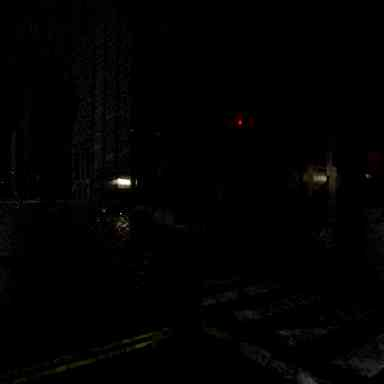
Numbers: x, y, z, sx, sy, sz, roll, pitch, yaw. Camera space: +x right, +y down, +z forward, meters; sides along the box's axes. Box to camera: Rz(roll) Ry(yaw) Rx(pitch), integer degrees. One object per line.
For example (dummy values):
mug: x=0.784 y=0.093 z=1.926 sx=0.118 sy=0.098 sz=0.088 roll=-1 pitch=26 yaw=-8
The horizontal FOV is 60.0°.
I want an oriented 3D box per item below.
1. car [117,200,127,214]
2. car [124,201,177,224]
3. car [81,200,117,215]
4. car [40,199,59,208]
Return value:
car: x=-8.243 y=1.645 z=37.569 sx=2.128 sy=1.511 sz=4.902 roll=0 pitch=-1 yaw=-35
car: x=-2.959 y=1.596 z=24.672 sx=1.812 sy=1.442 sz=4.674 roll=1 pitch=-1 yaw=-37
car: x=-10.045 y=1.617 z=34.597 sx=2.128 sy=1.511 sz=4.902 roll=0 pitch=-1 yaw=-36
car: x=-22.461 y=1.772 z=52.177 sx=2.033 sy=1.411 sz=5.357 roll=0 pitch=-1 yaw=-35
